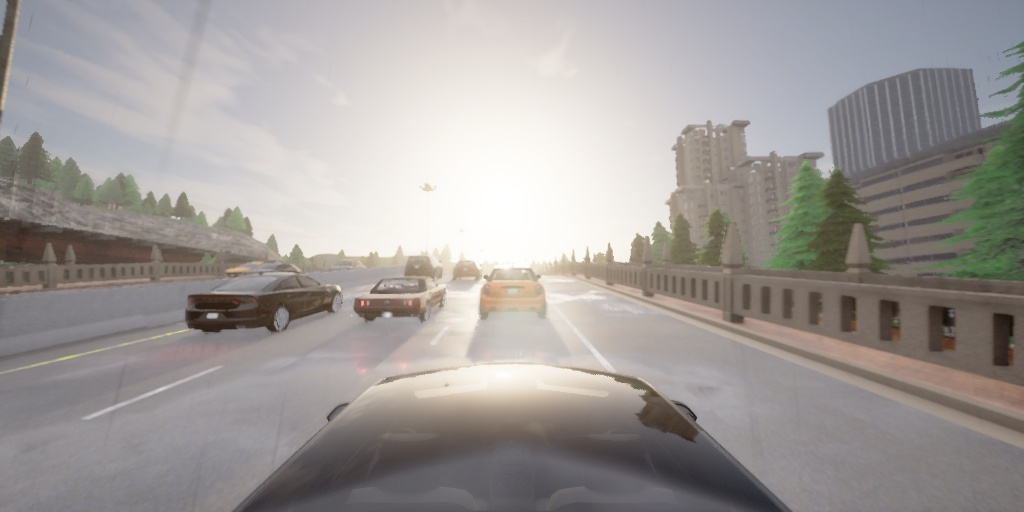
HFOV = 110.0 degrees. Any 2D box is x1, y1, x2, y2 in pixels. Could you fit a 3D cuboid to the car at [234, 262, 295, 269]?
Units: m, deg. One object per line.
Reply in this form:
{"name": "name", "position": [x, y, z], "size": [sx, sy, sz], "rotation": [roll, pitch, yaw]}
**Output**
{"name": "car", "position": [-17.790, 1.255, 26.727], "size": [1.837, 1.490, 4.892], "rotation": [0, 0, 0]}

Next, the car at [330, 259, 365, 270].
{"name": "car", "position": [-14.303, 1.114, 30.745], "size": [2.097, 1.767, 4.553], "rotation": [0, -1, 0]}

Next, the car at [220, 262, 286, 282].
{"name": "car", "position": [-21.298, 1.251, 29.795], "size": [1.882, 1.535, 5.008], "rotation": [0, -1, 0]}

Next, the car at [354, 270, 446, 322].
{"name": "car", "position": [-3.483, 1.340, 12.186], "size": [1.895, 1.301, 4.718], "rotation": [0, 0, -1]}

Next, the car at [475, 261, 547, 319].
{"name": "car", "position": [0.009, 1.079, 12.925], "size": [2.097, 1.767, 4.553], "rotation": [0, 0, -1]}

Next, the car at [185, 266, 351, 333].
{"name": "car", "position": [-6.971, 1.229, 10.790], "size": [1.882, 1.535, 5.008], "rotation": [0, 0, -1]}

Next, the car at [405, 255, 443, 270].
{"name": "car", "position": [-7.140, 0.951, 29.510], "size": [2.150, 2.045, 5.566], "rotation": [0, 0, -1]}

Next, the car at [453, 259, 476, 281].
{"name": "car", "position": [-3.645, 1.076, 30.120], "size": [2.097, 1.767, 4.553], "rotation": [0, -1, -1]}
